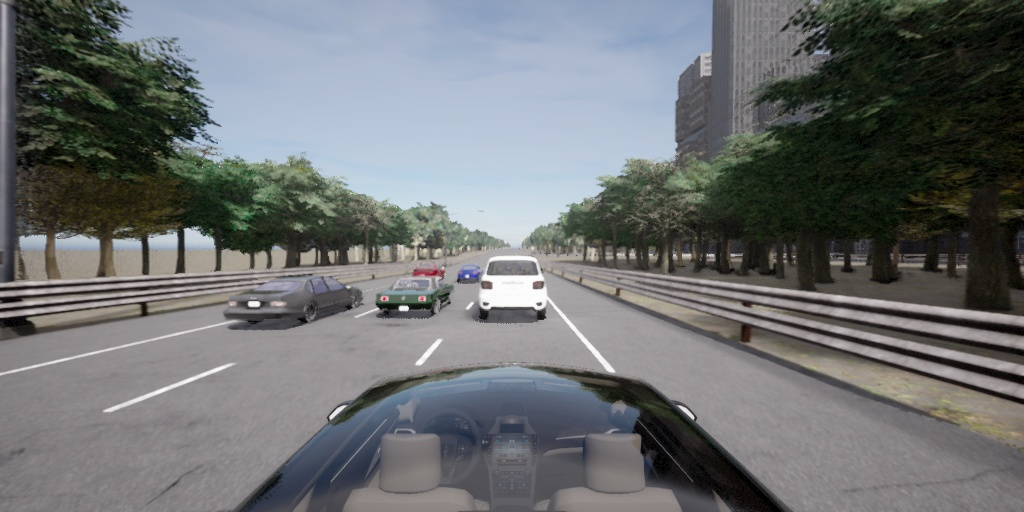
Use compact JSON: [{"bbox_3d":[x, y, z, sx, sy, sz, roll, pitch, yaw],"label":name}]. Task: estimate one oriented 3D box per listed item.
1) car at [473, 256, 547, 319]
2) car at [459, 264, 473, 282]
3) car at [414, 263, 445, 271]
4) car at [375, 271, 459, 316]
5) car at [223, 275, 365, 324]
[{"bbox_3d":[0.041,1.037,13.261,2.150,2.045,5.566,0,0,1],"label":"car"},{"bbox_3d":[-3.442,1.404,30.069,1.812,1.442,4.674,0,0,1],"label":"car"},{"bbox_3d":[-6.940,1.358,30.583,1.882,1.535,5.008,0,0,0],"label":"car"},{"bbox_3d":[-3.456,1.418,13.776,1.895,1.301,4.718,0,0,1],"label":"car"},{"bbox_3d":[-6.972,1.357,12.225,2.033,1.411,5.357,0,0,1],"label":"car"}]
